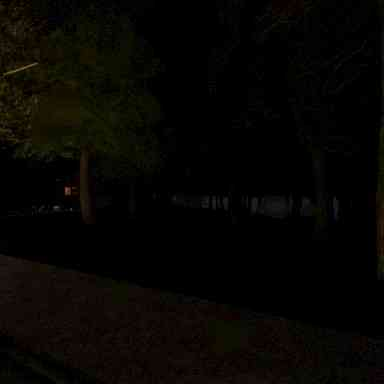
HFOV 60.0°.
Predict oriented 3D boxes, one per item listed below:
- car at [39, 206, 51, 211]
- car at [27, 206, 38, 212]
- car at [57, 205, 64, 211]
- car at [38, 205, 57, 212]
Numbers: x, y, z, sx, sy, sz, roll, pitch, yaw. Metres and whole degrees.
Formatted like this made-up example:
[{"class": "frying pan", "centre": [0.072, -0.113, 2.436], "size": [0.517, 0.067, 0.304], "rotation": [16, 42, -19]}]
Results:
[{"class": "car", "centre": [-38.385, 4.275, 86.995], "size": [1.994, 1.385, 4.181], "rotation": [0, -2, -9]}, {"class": "car", "centre": [-36.733, 3.912, 77.090], "size": [1.837, 1.490, 4.892], "rotation": [0, -2, -9]}, {"class": "car", "centre": [-35.179, 4.239, 87.531], "size": [2.128, 1.511, 4.902], "rotation": [0, -2, -9]}, {"class": "car", "centre": [-33.465, 3.887, 77.248], "size": [1.837, 1.490, 4.892], "rotation": [0, -2, -9]}]
